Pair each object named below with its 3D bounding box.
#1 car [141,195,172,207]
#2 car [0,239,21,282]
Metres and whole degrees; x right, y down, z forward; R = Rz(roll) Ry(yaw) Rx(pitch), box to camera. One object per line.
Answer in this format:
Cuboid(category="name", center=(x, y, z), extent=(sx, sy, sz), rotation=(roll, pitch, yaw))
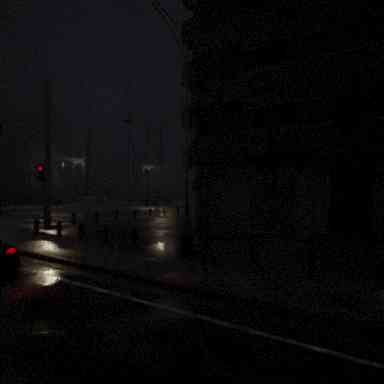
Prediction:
Cuboid(category="car", center=(-4.674, 1.244, 44.227), extent=(1.837, 1.490, 4.892), rotation=(0, 0, 36))
Cuboid(category="car", center=(-6.179, 1.496, 8.373), extent=(4.181, 1.385, 1.994), rotation=(0, 0, 36))
